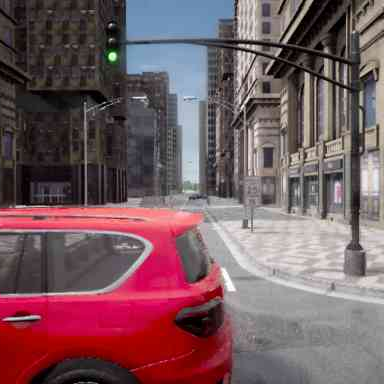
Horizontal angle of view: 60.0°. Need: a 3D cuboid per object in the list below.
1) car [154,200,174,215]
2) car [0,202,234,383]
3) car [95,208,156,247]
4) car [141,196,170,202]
[{"bbox_3d":[-3.127,1.685,37.399,1.812,1.442,4.674,0,0,0],"label":"car"},{"bbox_3d":[-2.348,1.205,3.601,5.566,2.045,2.150,0,1,0],"label":"car"},{"bbox_3d":[-3.124,1.641,16.849,2.033,1.411,5.357,0,0,0],"label":"car"},{"bbox_3d":[-3.133,1.348,27.068,2.150,2.045,5.566,0,0,-1],"label":"car"}]
